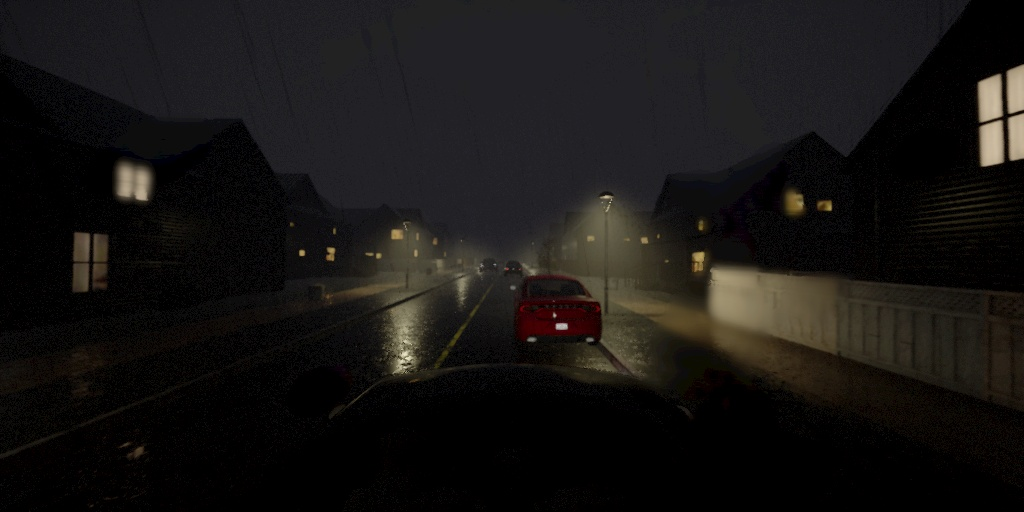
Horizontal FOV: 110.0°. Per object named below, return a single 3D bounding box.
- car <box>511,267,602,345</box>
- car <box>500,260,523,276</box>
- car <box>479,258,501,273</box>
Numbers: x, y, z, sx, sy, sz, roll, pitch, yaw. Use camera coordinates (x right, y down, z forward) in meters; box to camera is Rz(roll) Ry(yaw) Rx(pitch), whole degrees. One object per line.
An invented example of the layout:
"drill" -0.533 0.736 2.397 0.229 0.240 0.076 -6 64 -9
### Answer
"car" 0.974 1.218 9.470 1.882 1.535 5.008 0 0 0
"car" 0.131 1.269 36.214 2.033 1.411 5.357 0 0 0
"car" -2.784 1.076 43.830 2.097 1.767 4.553 0 0 0
